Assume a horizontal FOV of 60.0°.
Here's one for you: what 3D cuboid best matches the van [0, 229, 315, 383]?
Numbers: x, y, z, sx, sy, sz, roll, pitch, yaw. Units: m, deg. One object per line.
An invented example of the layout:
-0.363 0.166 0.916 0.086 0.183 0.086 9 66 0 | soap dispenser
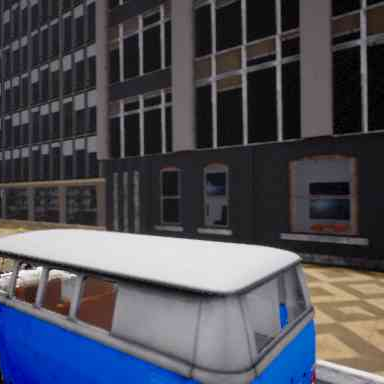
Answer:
-0.795 1.362 3.482 3.998 1.788 1.690 -1 0 36 | van
